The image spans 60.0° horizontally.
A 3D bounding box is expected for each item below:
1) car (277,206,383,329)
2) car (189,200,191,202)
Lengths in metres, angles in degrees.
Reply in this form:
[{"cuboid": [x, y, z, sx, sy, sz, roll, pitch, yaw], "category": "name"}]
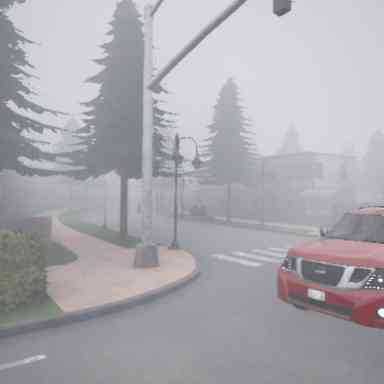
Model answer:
[{"cuboid": [4.222, 1.327, 6.917, 5.566, 2.045, 2.150, 1, -2, -36], "category": "car"}, {"cuboid": [1.421, 2.395, 88.365, 1.895, 1.301, 4.718, 0, -1, 36], "category": "car"}]
